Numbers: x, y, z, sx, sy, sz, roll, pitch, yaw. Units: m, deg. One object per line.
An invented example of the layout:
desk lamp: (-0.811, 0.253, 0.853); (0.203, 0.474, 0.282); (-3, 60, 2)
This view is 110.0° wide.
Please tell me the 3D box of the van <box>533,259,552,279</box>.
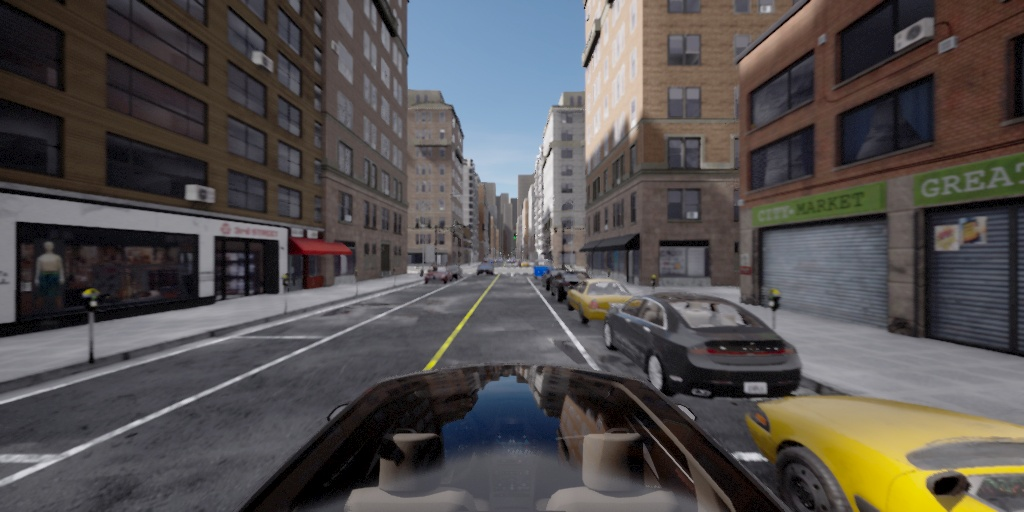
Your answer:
van: (2.866, 1.217, 33.629); (1.690, 1.789, 3.998); (0, 0, 0)

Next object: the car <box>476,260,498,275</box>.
car: (-2.989, 1.467, 41.260); (2.033, 1.411, 5.357); (0, 0, 0)

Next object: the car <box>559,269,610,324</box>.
car: (2.861, 1.314, 12.006); (1.751, 1.417, 4.829); (0, 0, 0)

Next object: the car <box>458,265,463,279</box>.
car: (-5.659, 1.442, 33.622); (1.948, 1.339, 4.313); (0, 0, 0)

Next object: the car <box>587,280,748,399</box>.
car: (2.859, 1.318, 6.387); (2.007, 1.370, 4.403); (0, 0, 0)

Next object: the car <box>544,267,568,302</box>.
car: (2.862, 1.376, 17.284); (1.948, 1.339, 4.313); (0, 0, 0)

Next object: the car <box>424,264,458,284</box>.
car: (-5.660, 1.436, 28.171); (1.802, 1.307, 4.207); (0, 0, 0)

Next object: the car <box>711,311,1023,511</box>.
car: (2.858, 1.272, 1.108); (1.751, 1.417, 4.829); (0, 0, 0)

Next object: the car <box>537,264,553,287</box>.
car: (2.863, 1.398, 22.732); (1.948, 1.339, 4.313); (0, 0, 0)
